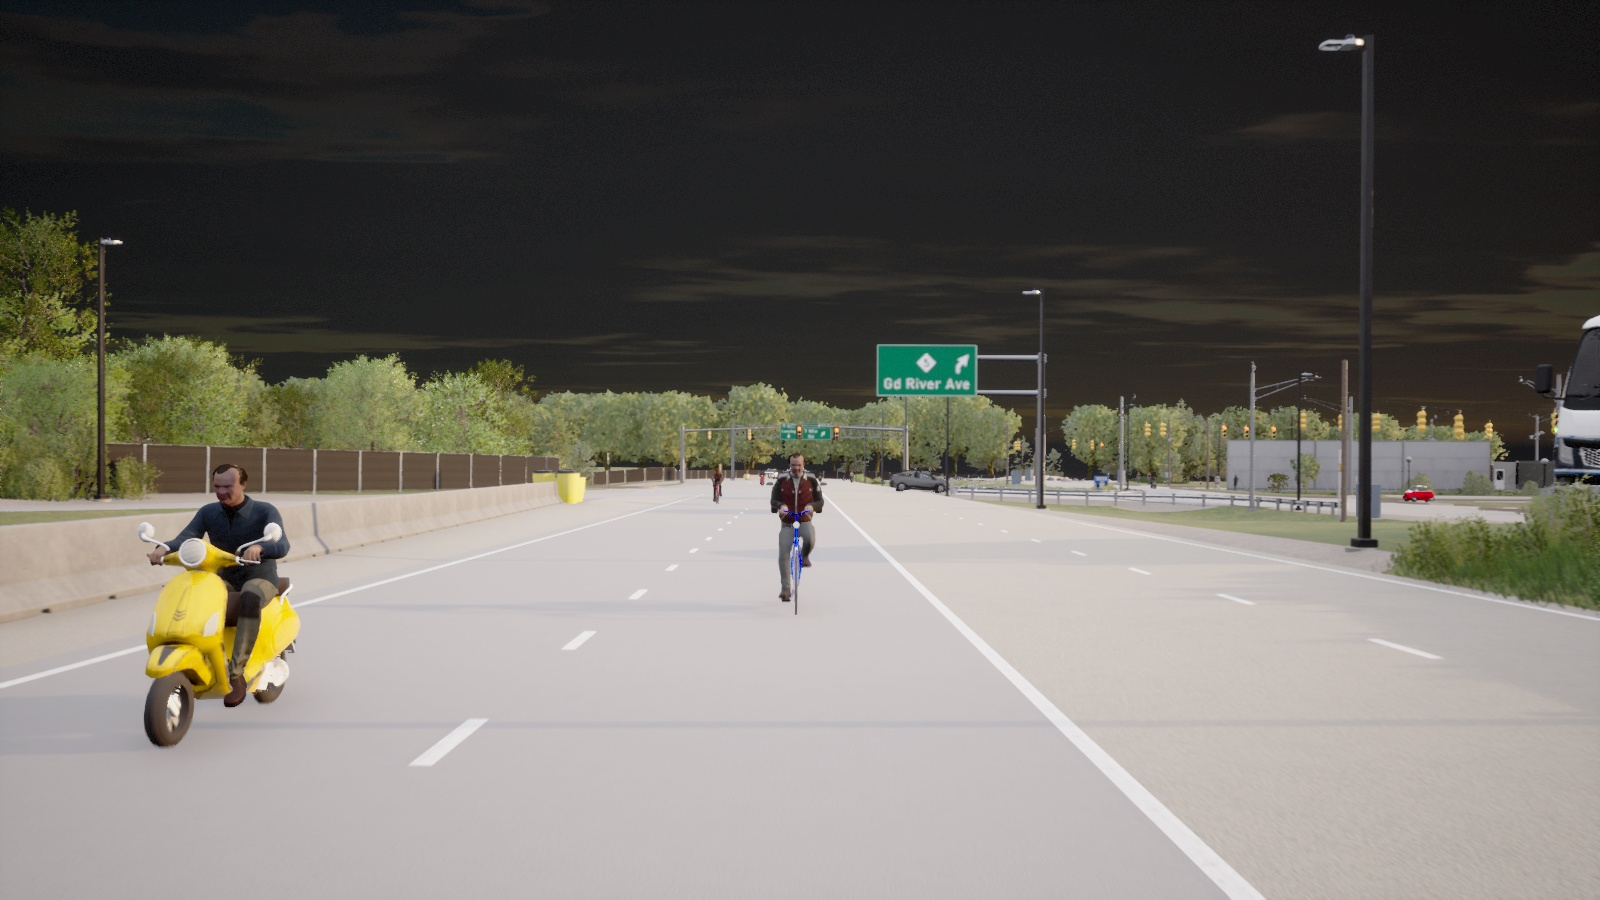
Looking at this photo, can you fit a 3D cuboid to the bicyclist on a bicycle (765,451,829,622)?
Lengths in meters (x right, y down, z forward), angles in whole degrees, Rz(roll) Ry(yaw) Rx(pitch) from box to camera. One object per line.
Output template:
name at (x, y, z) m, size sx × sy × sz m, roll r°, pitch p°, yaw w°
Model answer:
bicyclist on a bicycle at (-0.033, 0.913, 13.998) m, size 0.659 × 1.776 × 1.843 m, roll 0°, pitch -1°, yaw 0°

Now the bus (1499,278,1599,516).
bus at (18.633, -0.649, 25.116) m, size 10.273 × 4.253 × 3.944 m, roll 4°, pitch -1°, yaw -36°

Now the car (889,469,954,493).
car at (8.787, 2.250, 91.198) m, size 4.514 × 1.525 × 2.007 m, roll 2°, pitch -1°, yaw 0°

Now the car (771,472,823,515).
car at (-0.109, 1.550, 46.281) m, size 1.837 × 1.490 × 4.892 m, roll 0°, pitch -1°, yaw 0°

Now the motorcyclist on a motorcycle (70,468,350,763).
motorcyclist on a motorcycle at (-3.518, 0.908, 7.708) m, size 0.866 × 1.590 × 1.817 m, roll 0°, pitch -1°, yaw 0°
